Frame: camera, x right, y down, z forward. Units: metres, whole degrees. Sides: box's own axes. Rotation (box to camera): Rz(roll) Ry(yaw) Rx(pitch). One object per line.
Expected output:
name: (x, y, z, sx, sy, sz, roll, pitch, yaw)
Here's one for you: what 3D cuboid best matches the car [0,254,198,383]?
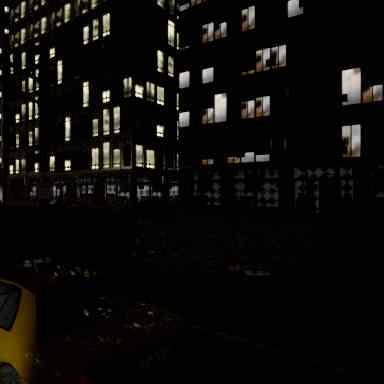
car: (-2.217, 1.525, 4.451, 4.829, 1.417, 1.752, 0, 0, 35)
